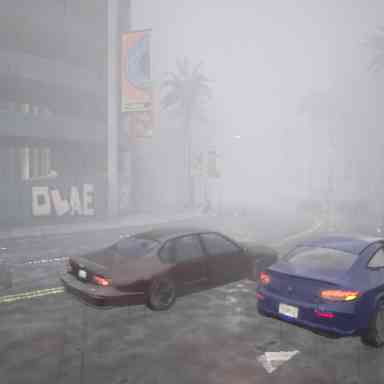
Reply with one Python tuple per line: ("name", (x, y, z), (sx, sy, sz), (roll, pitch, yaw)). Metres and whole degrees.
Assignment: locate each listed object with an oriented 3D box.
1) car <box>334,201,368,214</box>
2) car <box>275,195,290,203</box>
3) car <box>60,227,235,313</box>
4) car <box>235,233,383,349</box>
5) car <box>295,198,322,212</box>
("car", (16.856, 1.582, 35.537), (1.895, 1.301, 4.718), (0, 0, 4))
("car", (18.161, 1.437, 67.071), (2.231, 1.521, 4.892), (0, 0, -4))
("car", (-0.144, 1.541, 7.743), (5.357, 1.411, 2.033), (0, 0, -42))
("car", (3.071, 1.523, 6.287), (4.674, 1.442, 1.812), (0, 0, -42))
("car", (13.395, 1.482, 38.384), (1.837, 1.490, 4.892), (0, 0, 1))
